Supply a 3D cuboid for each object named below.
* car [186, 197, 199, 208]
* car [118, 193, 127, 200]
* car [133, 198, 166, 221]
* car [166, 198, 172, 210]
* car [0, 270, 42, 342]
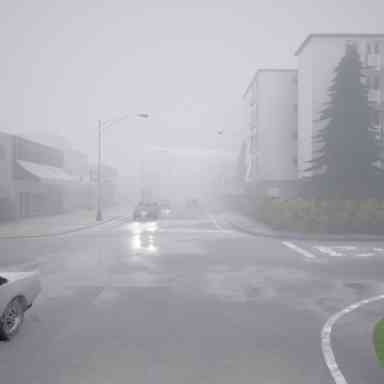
[{"bbox_3d":[0.009,1.477,48.755,2.128,1.511,4.902,0,0,0],"label":"car"},{"bbox_3d":[-19.093,1.463,91.579,2.007,1.523,4.514,0,0,0],"label":"car"},{"bbox_3d":[-3.649,1.483,27.385,2.128,1.511,4.902,0,0,0],"label":"car"},{"bbox_3d":[-3.668,1.535,43.501,2.033,1.411,5.357,0,0,0],"label":"car"},{"bbox_3d":[-3.607,1.602,3.691,1.895,1.301,4.718,0,0,0],"label":"car"}]
